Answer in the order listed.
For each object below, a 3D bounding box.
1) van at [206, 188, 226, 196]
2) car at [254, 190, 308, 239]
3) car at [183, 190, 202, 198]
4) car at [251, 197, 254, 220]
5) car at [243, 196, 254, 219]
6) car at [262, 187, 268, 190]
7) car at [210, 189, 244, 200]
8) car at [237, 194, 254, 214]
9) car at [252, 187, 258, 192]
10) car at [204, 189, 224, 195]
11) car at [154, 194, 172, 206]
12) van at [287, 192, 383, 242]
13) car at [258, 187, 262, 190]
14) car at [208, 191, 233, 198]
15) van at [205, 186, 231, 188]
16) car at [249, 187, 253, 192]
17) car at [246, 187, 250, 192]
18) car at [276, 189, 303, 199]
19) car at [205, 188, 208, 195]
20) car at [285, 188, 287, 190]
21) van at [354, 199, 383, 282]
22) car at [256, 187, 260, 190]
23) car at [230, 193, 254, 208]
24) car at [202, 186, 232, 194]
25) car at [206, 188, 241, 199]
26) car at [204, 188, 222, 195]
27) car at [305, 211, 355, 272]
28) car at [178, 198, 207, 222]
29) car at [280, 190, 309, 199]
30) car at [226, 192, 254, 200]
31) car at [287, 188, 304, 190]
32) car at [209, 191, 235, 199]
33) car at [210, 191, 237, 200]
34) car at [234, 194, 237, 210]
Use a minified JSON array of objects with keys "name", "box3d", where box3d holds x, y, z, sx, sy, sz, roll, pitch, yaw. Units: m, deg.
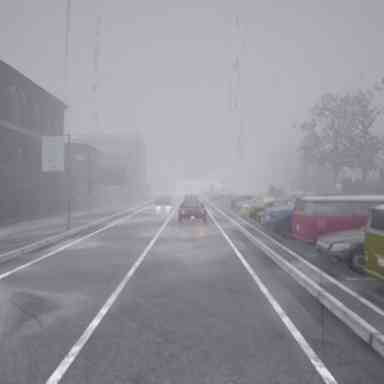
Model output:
[{"name":"van","box3d":[5.541,-0.006,77.778,4.442,1.987,1.878,0,1,0]},{"name":"car","box3d":[6.021,1.047,15.375,5.566,2.045,2.435,0,1,0]},{"name":"car","box3d":[-0.093,0.909,41.813,2.128,1.511,4.902,0,1,0]},{"name":"car","box3d":[6.051,1.244,18.205,5.008,1.535,2.097,0,1,0]},{"name":"car","box3d":[6.037,1.191,21.030,5.008,1.535,2.097,0,1,0]},{"name":"car","box3d":[18.787,0.081,72.396,5.566,2.045,2.435,0,1,0]},{"name":"car","box3d":[5.760,0.723,55.665,4.674,1.452,2.002,1,1,0]},{"name":"car","box3d":[6.224,1.134,23.856,5.366,1.575,1.946,0,1,0]},{"name":"car","box3d":[18.735,-0.084,86.195,4.553,1.767,2.185,0,1,0]},{"name":"car","box3d":[5.630,0.044,86.131,4.892,1.521,2.231,0,1,0]},{"name":"car","box3d":[-3.529,0.991,41.256,1.994,1.385,4.181,0,1,0]},{"name":"van","box3d":[6.170,1.126,12.551,4.442,1.987,1.878,0,1,0]},{"name":"car","box3d":[18.742,0.218,77.844,5.008,1.535,2.097,0,1,0]},{"name":"car","box3d":[5.672,0.482,66.654,4.792,1.488,2.163,0,1,0]},{"name":"van","box3d":[5.562,0.108,72.338,4.442,1.987,1.878,0,1,0]},{"name":"car","box3d":[18.699,-0.017,88.982,4.892,1.521,2.231,0,1,0]},{"name":"car","box3d":[18.654,-0.330,91.760,5.566,2.045,2.435,0,1,0]},{"name":"car","box3d":[18.823,0.382,64.046,4.553,1.767,2.185,0,1,0]},{"name":"car","box3d":[5.684,0.396,69.436,4.892,1.521,2.231,0,1,0]},{"name":"car","box3d":[18.843,0.375,58.349,5.566,2.045,2.435,0,1,0]},{"name":"van","box3d":[6.177,1.228,7.021,4.442,1.987,1.878,0,1,0]},{"name":"car","box3d":[18.696,0.189,80.630,4.792,1.488,2.163,0,1,0]},{"name":"car","box3d":[6.034,1.070,29.507,4.674,1.452,2.002,0,1,0]},{"name":"car","box3d":[5.640,0.027,74.996,5.566,2.045,2.435,0,1,0]},{"name":"car","box3d":[5.549,0.625,58.305,5.366,1.575,1.946,0,1,0]},{"name":"car","box3d":[5.582,-0.142,88.913,4.553,1.767,2.185,0,1,0]},{"name":"car","box3d":[6.059,1.446,9.731,4.674,1.452,2.002,0,1,0]},{"name":"car","box3d":[0.029,1.316,23.629,1.895,1.301,4.718,0,1,0]},{"name":"car","box3d":[18.834,0.440,61.261,4.553,1.767,2.185,0,1,0]},{"name":"car","box3d":[6.057,1.005,32.333,4.792,1.488,2.163,0,1,0]},{"name":"car","box3d":[18.794,0.559,55.567,4.553,1.767,2.185,0,1,0]},{"name":"car","box3d":[5.715,0.551,63.872,4.674,1.452,2.002,0,1,0]},{"name":"car","box3d":[5.753,0.599,61.089,4.792,1.488,2.163,0,1,0]},{"name":"car","box3d":[6.037,1.123,26.682,4.674,1.452,2.002,0,1,0]}]
